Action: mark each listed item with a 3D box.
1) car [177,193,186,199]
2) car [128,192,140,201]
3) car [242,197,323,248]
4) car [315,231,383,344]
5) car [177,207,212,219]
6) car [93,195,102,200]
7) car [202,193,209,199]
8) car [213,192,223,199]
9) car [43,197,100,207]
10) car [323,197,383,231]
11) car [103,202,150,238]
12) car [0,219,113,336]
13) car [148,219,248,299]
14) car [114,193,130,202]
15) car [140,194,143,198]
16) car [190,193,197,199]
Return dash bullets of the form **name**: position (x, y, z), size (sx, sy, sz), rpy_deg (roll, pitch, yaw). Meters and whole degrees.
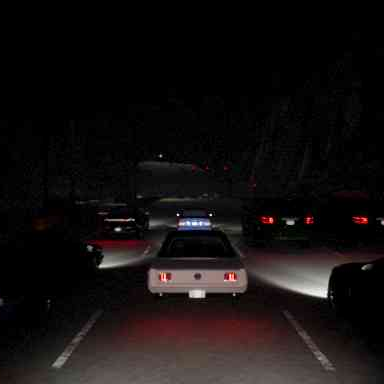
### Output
- **car**: position (-3.110, 1.169, 93.230), size (1.882, 1.535, 5.008), rpy_deg (0, 1, 1)
- **car**: position (-13.787, 1.136, 74.707), size (2.150, 2.045, 5.566), rpy_deg (0, 0, 1)
- **car**: position (3.616, 1.221, 14.869), size (2.150, 2.045, 5.566), rpy_deg (0, 0, 0)
- **car**: position (3.605, 1.564, 4.815), size (1.994, 1.385, 4.181), rpy_deg (0, 0, 0)
- **car**: position (0.128, 1.547, 18.219), size (2.033, 1.411, 5.357), rpy_deg (0, 0, 0)
- **car**: position (-24.194, 1.370, 84.438), size (1.994, 1.385, 4.181), rpy_deg (0, 1, 1)
- **car**: position (3.890, 1.216, 93.169), size (2.128, 1.511, 4.902), rpy_deg (0, 1, 1)
- **car**: position (7.390, 0.916, 93.163), size (2.150, 2.045, 5.566), rpy_deg (0, 1, 1)
- **car**: position (-12.728, 1.552, 34.684), size (5.357, 1.411, 2.033), rpy_deg (0, 0, -7)
- **car**: position (7.115, 1.221, 14.902), size (2.150, 2.045, 5.566), rpy_deg (0, 0, 0)
- **car**: position (-3.372, 1.491, 17.529), size (2.128, 1.511, 4.902), rpy_deg (0, 0, 0)
- **car**: position (-3.391, 1.547, 6.953), size (2.033, 1.411, 5.357), rpy_deg (0, 0, 0)
- **car**: position (0.111, 1.601, 8.384), size (1.895, 1.301, 4.718), rpy_deg (0, 0, 0)
- **car**: position (-13.880, 1.462, 64.614), size (1.837, 1.490, 4.892), rpy_deg (0, 0, 0)
- **car**: position (-13.690, 1.334, 84.887), size (1.812, 1.442, 4.674), rpy_deg (0, 1, 1)
- **car**: position (0.394, 1.241, 93.579), size (1.994, 1.385, 4.181), rpy_deg (0, 1, 1)
